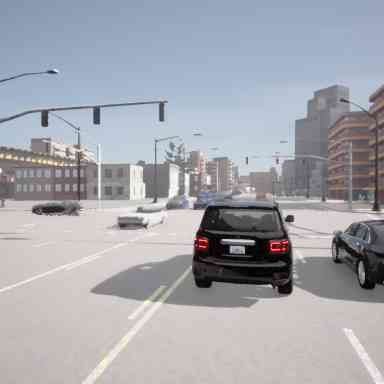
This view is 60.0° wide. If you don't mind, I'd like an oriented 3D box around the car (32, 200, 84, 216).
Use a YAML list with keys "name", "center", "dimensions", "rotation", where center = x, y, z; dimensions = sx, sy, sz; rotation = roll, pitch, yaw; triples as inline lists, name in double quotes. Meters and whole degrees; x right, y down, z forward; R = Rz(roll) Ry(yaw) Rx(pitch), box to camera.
- name: "car"
  center: [-12.874, 1.491, 32.063]
  dimensions: [4.902, 1.511, 2.128]
  rotation: [0, 0, 8]

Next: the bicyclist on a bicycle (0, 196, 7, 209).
- name: "bicyclist on a bicycle"
  center: [-23.709, 1.303, 41.577]
  dimensions: [0.582, 1.620, 1.656]
  rotation: [0, 0, 10]

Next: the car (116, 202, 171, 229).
- name: "car"
  center: [-3.126, 1.586, 21.621]
  dimensions: [1.895, 1.301, 4.718]
  rotation: [0, 0, 13]

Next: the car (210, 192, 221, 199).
- name: "car"
  center: [5.489, 0.834, 77.891]
  dimensions: [1.837, 1.490, 4.892]
  rotation: [0, 1, 12]

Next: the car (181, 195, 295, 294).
- name: "car"
  center: [1.566, 1.221, 9.093]
  dimensions: [2.150, 2.045, 5.566]
  rotation: [0, 0, 15]

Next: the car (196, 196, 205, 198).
- name: "car"
  center: [1.380, 1.535, 40.774]
  dimensions: [1.895, 1.301, 4.718]
  rotation: [0, 0, 12]

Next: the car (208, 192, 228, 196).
- name: "car"
  center: [4.312, 1.255, 55.063]
  dimensions: [1.837, 1.490, 4.892]
  rotation: [0, 1, 12]

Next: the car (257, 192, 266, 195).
- name: "car"
  center: [15.270, 0.753, 73.302]
  dimensions: [2.097, 1.767, 4.553]
  rotation: [0, 1, 12]

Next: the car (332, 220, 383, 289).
- name: "car"
  center: [5.127, 1.505, 8.962]
  dimensions: [1.837, 1.490, 4.892]
  rotation: [0, 0, 11]

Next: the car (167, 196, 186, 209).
- name: "car"
  center: [-1.814, 1.279, 42.611]
  dimensions: [2.097, 1.767, 4.553]
  rotation: [0, 1, 12]

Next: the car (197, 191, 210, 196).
- name: "car"
  center: [2.310, 0.853, 62.598]
  dimensions: [2.150, 2.045, 5.566]
  rotation: [0, 1, 12]
